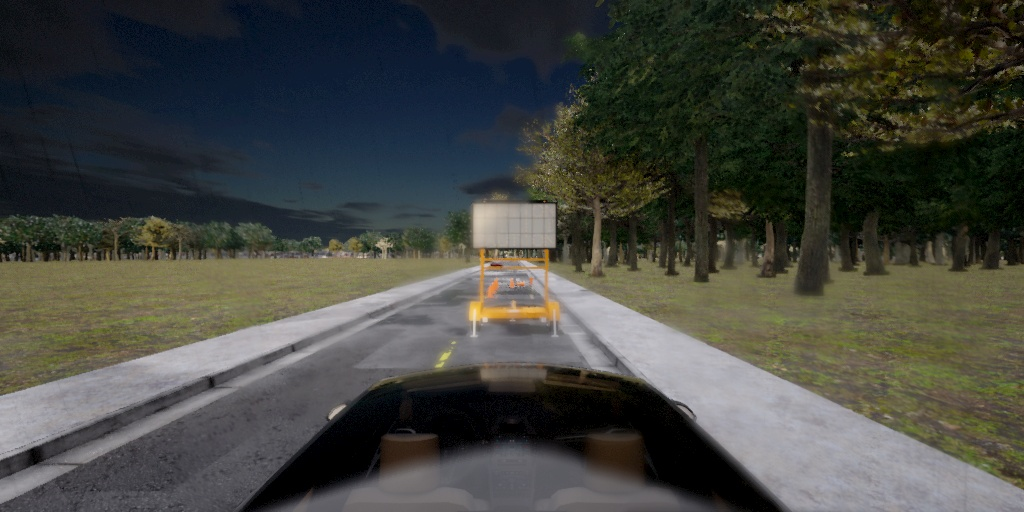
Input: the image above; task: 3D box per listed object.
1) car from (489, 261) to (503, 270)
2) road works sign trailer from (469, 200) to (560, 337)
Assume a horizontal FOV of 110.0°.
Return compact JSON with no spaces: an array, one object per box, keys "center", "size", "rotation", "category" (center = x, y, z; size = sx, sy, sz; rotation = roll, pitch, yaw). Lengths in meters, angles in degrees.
[{"center":[-2.347,1.346,52.983],"size":[1.895,1.301,4.718],"rotation":[0,0,0],"category":"car"},{"center":[0.074,0.213,10.245],"size":[2.380,3.560,2.880],"rotation":[0,0,0],"category":"road works sign trailer"}]
